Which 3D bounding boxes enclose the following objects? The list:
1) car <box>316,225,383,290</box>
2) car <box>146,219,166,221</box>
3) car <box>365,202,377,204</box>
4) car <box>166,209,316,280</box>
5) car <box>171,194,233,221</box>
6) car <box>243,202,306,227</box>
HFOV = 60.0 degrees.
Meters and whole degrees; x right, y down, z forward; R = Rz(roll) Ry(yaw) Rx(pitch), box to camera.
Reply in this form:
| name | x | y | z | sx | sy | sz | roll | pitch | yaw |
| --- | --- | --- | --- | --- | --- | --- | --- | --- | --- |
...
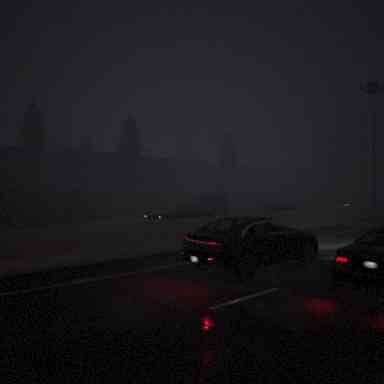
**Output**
| name | x | y | z | sx | sy | sz | roll | pitch | yaw |
| --- | --- | --- | --- | --- | --- | --- | --- | --- | --- |
| car | 5.508 | 1.522 | 8.424 | 5.357 | 1.411 | 2.033 | 0 | 0 | -41 |
| car | -0.861 | 1.595 | 21.808 | 4.718 | 1.301 | 1.895 | 0 | 0 | -44 |
| car | 27.680 | 1.355 | 51.941 | 2.128 | 1.511 | 4.902 | 0 | 0 | 44 |
| car | 1.908 | 1.480 | 10.011 | 4.902 | 1.511 | 2.128 | 0 | 0 | -40 |
| car | 1.010 | 1.204 | 28.620 | 2.150 | 2.045 | 5.566 | 0 | 0 | 43 |
| car | 5.998 | 1.513 | 23.707 | 2.033 | 1.411 | 5.357 | 0 | 0 | 44 |
